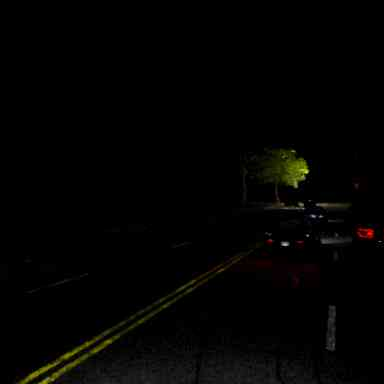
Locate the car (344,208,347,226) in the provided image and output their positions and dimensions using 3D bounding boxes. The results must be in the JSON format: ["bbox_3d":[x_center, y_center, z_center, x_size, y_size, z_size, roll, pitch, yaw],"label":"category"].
[{"bbox_3d":[13.086,1.636,25.941,2.097,1.767,4.553,0,-1,24],"label":"car"}]

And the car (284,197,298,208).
[{"bbox_3d":[19.085,1.948,63.845,2.150,2.045,5.566,0,0,24],"label":"car"}]

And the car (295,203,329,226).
[{"bbox_3d":[9.746,1.841,26.442,2.033,1.411,5.357,0,-1,24],"label":"car"}]

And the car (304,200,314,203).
[{"bbox_3d":[22.103,2.257,62.628,2.033,1.411,5.357,0,-1,24],"label":"car"}]

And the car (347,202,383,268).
[{"bbox_3d":[6.693,1.351,11.446,2.150,2.045,5.566,0,0,24],"label":"car"}]

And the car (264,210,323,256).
[{"bbox_3d":[4.265,1.682,13.950,1.812,1.442,4.674,0,0,24],"label":"car"}]
